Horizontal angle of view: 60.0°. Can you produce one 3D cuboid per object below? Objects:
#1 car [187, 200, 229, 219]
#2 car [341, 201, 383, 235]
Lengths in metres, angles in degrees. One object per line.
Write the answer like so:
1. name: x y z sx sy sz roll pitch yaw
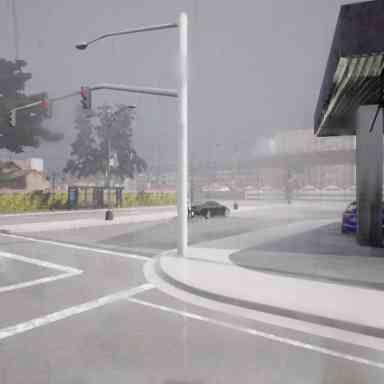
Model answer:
1. car: 1.453 1.504 28.896 1.837 1.490 4.892 0 0 36
2. car: 9.490 1.295 17.698 2.242 1.667 4.611 0 0 37
